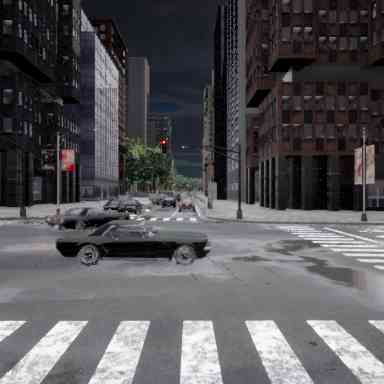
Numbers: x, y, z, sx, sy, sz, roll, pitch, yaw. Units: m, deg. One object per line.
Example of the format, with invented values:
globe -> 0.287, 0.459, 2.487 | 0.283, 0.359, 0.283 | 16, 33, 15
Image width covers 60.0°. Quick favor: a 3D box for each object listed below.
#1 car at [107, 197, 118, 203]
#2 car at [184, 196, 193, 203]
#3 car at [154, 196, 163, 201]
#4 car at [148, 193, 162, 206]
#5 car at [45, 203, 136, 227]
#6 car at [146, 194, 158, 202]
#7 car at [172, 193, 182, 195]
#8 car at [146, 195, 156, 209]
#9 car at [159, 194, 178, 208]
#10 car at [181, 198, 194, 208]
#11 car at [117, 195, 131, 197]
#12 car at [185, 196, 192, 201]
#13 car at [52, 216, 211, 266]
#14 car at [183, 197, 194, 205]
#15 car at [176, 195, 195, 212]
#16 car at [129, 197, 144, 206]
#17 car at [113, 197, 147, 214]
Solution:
car -> -9.088, 1.574, 38.907 | 1.947, 1.339, 4.313 | 0, 0, 0
car -> -0.736, 1.612, 71.669 | 1.752, 1.417, 4.829 | 0, 0, 0
car -> -9.375, 1.695, 93.166 | 1.887, 1.381, 4.507 | 0, 0, 0
car -> -6.499, 1.268, 55.909 | 2.150, 2.045, 5.566 | 0, 0, -1
car -> -5.851, 1.540, 19.370 | 1.895, 1.301, 4.718 | 1, 0, 37
car -> -9.290, 1.417, 76.889 | 2.192, 1.841, 5.009 | 0, 0, 0
car -> -3.381, 1.304, 69.209 | 2.150, 2.045, 5.566 | 0, 0, 0
car -> -6.455, 1.548, 45.266 | 1.812, 1.442, 4.674 | 0, 0, 0
car -> -3.280, 1.508, 48.885 | 1.882, 1.535, 5.008 | 0, 0, 0
car -> -0.620, 1.614, 49.799 | 1.802, 1.307, 4.206 | 0, 0, 0
car -> -9.118, 1.335, 44.334 | 2.192, 1.841, 5.009 | 0, 0, 0
car -> -0.851, 1.695, 93.199 | 1.887, 1.381, 4.507 | 0, 0, 0
car -> -1.750, 1.603, 10.866 | 4.718, 1.301, 1.895 | 0, -1, 0
car -> -0.678, 1.603, 60.649 | 1.887, 1.381, 4.507 | 0, 0, 0
car -> -0.563, 1.448, 38.950 | 1.967, 1.590, 4.097 | 0, 0, 0
car -> -9.173, 1.570, 55.015 | 1.752, 1.417, 4.829 | 0, 0, 0
car -> -6.402, 1.547, 35.040 | 2.033, 1.411, 5.357 | 0, 0, 0
